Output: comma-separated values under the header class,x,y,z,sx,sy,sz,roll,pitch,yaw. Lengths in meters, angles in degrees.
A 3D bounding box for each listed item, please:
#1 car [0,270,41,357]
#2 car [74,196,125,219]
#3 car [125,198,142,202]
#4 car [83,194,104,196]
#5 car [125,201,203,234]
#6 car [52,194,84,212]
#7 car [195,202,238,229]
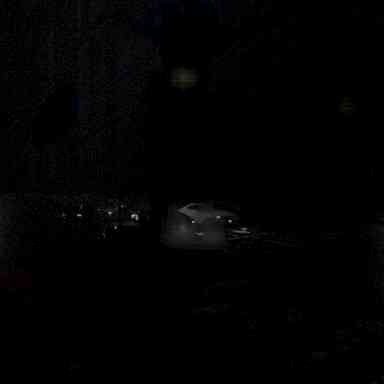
class,x,y,z,sx,sy,sz,roll,pitch,yaw
car,-4.152,1.545,3.690,4.507,1.381,1.887,0,-1,-36
car,-7.803,1.348,27.804,2.128,1.511,4.902,-1,1,-36
car,-5.365,1.298,29.980,2.128,1.511,4.902,-1,1,-36
car,-11.449,1.270,38.466,2.033,1.411,5.357,-1,1,-35
car,-1.845,1.487,19.543,2.033,1.411,5.357,-1,1,-32
car,-13.681,1.253,35.995,1.882,1.535,5.008,-1,1,-36
car,0.867,1.419,21.348,1.812,1.442,4.674,-1,1,-36
